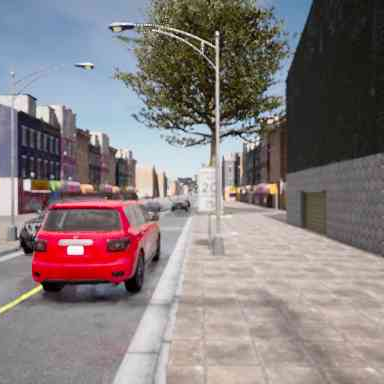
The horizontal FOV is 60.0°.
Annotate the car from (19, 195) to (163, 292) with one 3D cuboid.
[{"bbox_3d":[-2.187,1.225,9.109,2.150,2.045,5.566,0,0,1],"label":"car"}]

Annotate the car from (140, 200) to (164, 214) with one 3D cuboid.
[{"bbox_3d":[-4.343,1.631,36.668,1.994,1.385,4.181,0,0,2],"label":"car"}]

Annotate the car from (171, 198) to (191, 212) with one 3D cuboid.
[{"bbox_3d":[-1.409,1.582,39.414,1.812,1.442,4.674,0,0,2],"label":"car"}]
